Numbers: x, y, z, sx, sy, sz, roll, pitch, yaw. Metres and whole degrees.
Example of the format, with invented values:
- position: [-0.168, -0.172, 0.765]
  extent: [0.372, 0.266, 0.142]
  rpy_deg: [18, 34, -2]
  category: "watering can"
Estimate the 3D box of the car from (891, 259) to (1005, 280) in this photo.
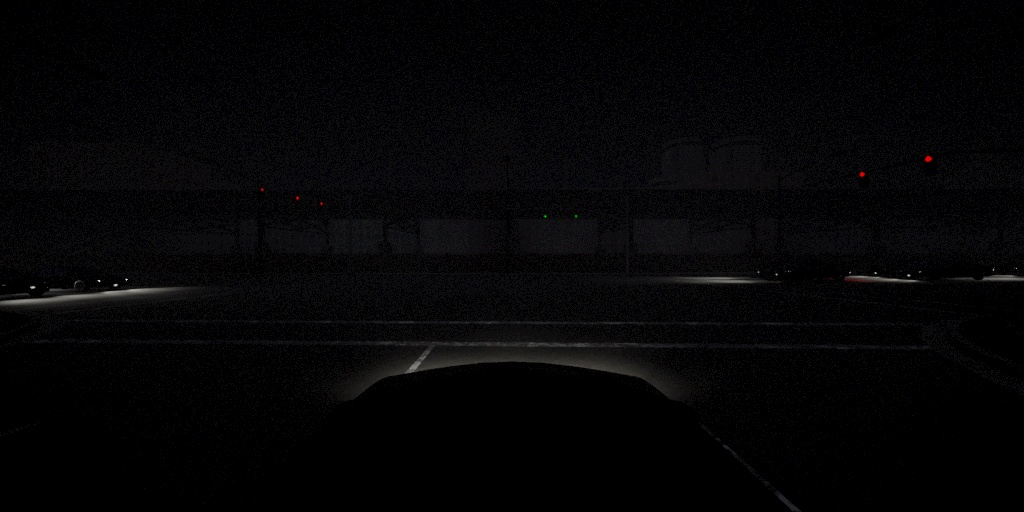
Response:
- position: [31.762, 1.013, 26.239]
  extent: [5.357, 1.411, 2.033]
  rpy_deg: [-1, 0, 1]
  category: "car"

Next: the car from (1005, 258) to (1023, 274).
- position: [43.072, 0.827, 29.436]
  extent: [5.357, 1.411, 2.033]
  rpy_deg: [-1, 0, 1]
  category: "car"

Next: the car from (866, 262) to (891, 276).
- position: [32.851, 0.994, 29.711]
  extent: [5.357, 1.411, 2.033]
  rpy_deg: [-1, 0, 1]
  category: "car"

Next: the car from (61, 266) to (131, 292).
- position: [-25.284, 1.276, 20.543]
  extent: [5.357, 1.411, 2.033]
  rpy_deg: [0, 0, 2]
  category: "car"

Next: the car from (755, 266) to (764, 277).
- position: [23.111, 1.059, 29.968]
  extent: [4.902, 1.511, 2.128]
  rpy_deg: [-1, 0, 2]
  category: "car"

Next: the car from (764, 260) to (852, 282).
- position: [22.054, 1.073, 26.488]
  extent: [4.902, 1.511, 2.128]
  rpy_deg: [-1, 0, 1]
  category: "car"

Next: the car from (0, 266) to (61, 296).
- position: [-25.110, 1.239, 17.039]
  extent: [4.892, 1.490, 1.837]
  rpy_deg: [0, 0, 2]
  category: "car"
